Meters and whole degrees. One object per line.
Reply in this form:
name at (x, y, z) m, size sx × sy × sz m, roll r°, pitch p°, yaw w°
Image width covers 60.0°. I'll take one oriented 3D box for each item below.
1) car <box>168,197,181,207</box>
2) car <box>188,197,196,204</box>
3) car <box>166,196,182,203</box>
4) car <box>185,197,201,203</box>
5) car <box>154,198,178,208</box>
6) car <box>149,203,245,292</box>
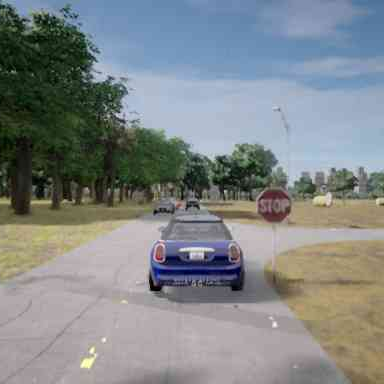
car at (-2.813, 1.673, 54.881) m, size 1.837 × 1.490 × 4.892 m, roll 0°, pitch 0°, yaw 0°
car at (0.004, 1.834, 74.144) m, size 1.837 × 1.490 × 4.892 m, roll 0°, pitch -1°, yaw 0°
car at (-2.833, 1.454, 44.508) m, size 2.097 × 1.767 × 4.553 m, roll 0°, pitch 0°, yaw 0°
car at (0.096, 1.615, 45.891) m, size 1.837 × 1.490 × 4.892 m, roll 0°, pitch 0°, yaw 0°
car at (-2.832, 1.613, 34.514) m, size 1.994 × 1.385 × 4.181 m, roll 0°, pitch 0°, yaw 1°
car at (0.102, 1.351, 9.080) m, size 2.097 × 1.767 × 4.553 m, roll 0°, pitch 0°, yaw 0°
